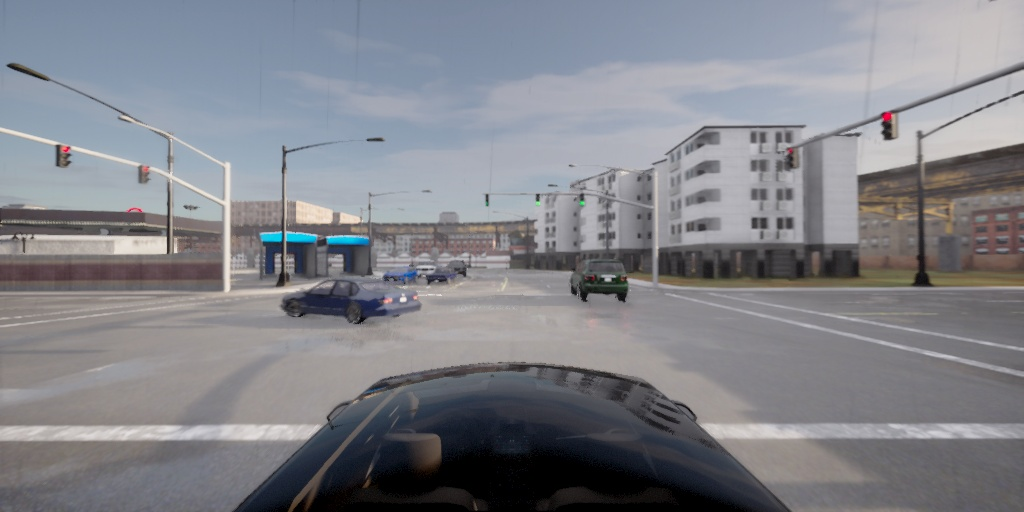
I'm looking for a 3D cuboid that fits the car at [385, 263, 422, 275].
[{"bbox_3d":[-9.586,1.639,31.141,1.882,1.535,5.008,0,-1,0],"label":"car"}]

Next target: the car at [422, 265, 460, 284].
[{"bbox_3d":[-6.079,1.748,31.178,1.895,1.301,4.718,0,-1,0],"label":"car"}]

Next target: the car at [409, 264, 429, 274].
[{"bbox_3d":[-14.543,1.954,55.949,1.837,1.490,4.892,0,-1,-29],"label":"car"}]

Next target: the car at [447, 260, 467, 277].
[{"bbox_3d":[-6.672,1.502,43.598,2.150,2.045,5.566,0,0,-9],"label":"car"}]

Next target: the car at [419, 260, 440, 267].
[{"bbox_3d":[-10.028,1.506,42.317,2.150,2.045,5.566,0,-1,-8],"label":"car"}]

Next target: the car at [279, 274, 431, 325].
[{"bbox_3d":[-5.731,1.465,12.572,5.357,1.411,2.033,-1,-1,26],"label":"car"}]

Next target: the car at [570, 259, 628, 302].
[{"bbox_3d":[4.421,1.185,18.851,2.150,2.045,5.566,0,-1,2],"label":"car"}]

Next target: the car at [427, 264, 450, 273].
[{"bbox_3d":[-12.165,2.019,59.007,2.033,1.411,5.357,0,-1,-30],"label":"car"}]
